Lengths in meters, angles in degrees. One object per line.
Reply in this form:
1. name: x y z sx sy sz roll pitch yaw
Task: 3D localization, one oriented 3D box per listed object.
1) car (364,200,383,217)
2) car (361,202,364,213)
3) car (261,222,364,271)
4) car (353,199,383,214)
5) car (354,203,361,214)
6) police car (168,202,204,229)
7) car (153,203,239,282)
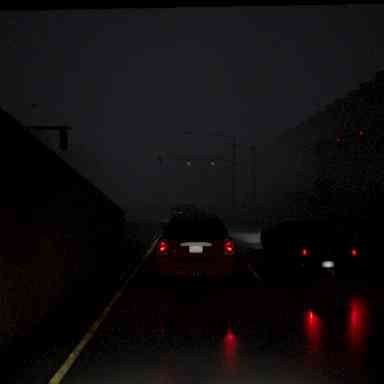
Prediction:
1. car: 17.464 1.369 27.981 1.853 1.218 4.536 0 0 -35
2. car: 17.434 1.527 28.023 2.038 1.542 4.974 0 0 -35
3. car: 3.600 1.630 11.021 1.895 1.301 4.718 0 0 0
4. car: 17.575 1.381 32.667 1.853 1.218 4.536 0 0 45
5. car: 17.538 1.539 32.630 2.038 1.542 4.974 0 0 45
6. police car: -0.536 1.565 23.659 2.038 1.542 4.974 0 0 -7
7. car: 0.097 1.378 9.961 2.097 1.767 4.553 0 0 0
